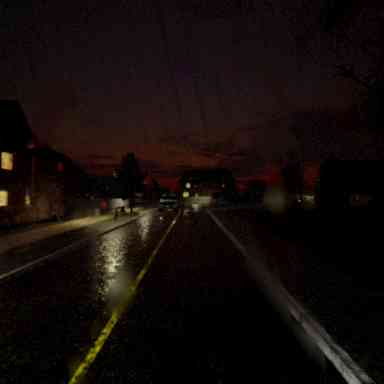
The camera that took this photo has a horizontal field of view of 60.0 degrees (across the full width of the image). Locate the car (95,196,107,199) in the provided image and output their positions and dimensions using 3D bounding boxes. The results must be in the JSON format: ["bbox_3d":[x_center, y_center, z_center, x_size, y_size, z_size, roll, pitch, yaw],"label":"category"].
[{"bbox_3d":[-18.010,1.633,68.264,4.553,1.767,2.097,0,0,36],"label":"car"}]

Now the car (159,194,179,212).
[{"bbox_3d":[-2.760,1.309,40.402,2.150,2.045,5.566,0,0,0],"label":"car"}]
